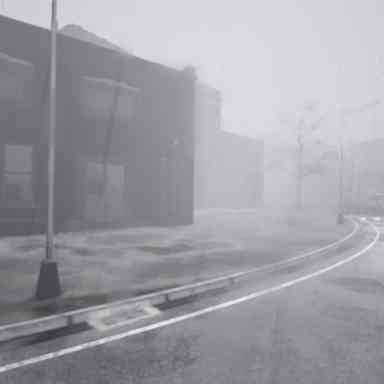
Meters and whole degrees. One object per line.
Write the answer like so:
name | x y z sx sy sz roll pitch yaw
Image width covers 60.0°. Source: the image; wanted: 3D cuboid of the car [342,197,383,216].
car | 16.376 1.513 32.449 2.033 1.411 5.357 1 0 7

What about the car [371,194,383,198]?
car | 20.227 1.222 35.390 2.150 2.045 5.566 1 0 3
